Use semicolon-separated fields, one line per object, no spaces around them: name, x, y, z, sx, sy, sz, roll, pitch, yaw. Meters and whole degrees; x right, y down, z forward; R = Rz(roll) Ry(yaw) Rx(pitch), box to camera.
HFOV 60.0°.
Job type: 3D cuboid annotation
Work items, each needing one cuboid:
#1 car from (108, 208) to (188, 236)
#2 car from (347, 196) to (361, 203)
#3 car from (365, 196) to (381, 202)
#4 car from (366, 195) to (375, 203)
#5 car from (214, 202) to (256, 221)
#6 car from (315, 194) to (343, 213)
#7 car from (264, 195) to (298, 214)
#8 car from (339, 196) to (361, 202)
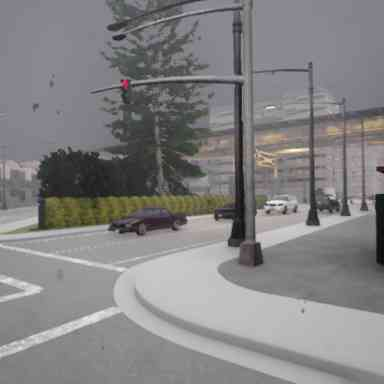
car;-2.420;1.678;19.829;2.033;1.411;5.357;-1;-1;36
car;32.210;1.589;67.761;4.974;1.542;2.038;0;-1;-29
car;35.412;1.368;65.125;1.853;1.218;4.536;-1;-1;16
car;35.400;1.525;65.074;2.038;1.542;4.974;-1;-1;16
car;3.700;1.609;28.277;1.882;1.535;5.008;-1;-1;36
car;15.206;1.298;37.893;2.150;2.045;5.566;-1;-1;35
car;10.000;1.354;36.943;2.150;2.045;5.566;-1;-1;36
car;32.253;1.431;67.788;4.536;1.218;1.853;0;-1;-29
